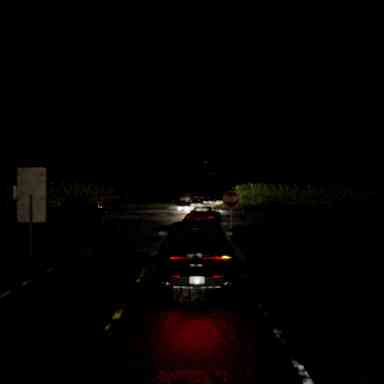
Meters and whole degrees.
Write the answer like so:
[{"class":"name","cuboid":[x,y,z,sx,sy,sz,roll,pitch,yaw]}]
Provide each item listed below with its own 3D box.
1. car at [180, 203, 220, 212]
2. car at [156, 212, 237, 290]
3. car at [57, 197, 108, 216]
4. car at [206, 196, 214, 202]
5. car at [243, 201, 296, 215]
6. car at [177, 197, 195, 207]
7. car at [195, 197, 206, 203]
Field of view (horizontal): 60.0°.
[{"class":"car","cuboid":[0.789,1.608,21.169,1.994,1.385,4.181,0,0,12]},{"class":"car","cuboid":[0.104,1.525,9.136,1.837,1.490,4.892,0,0,0]},{"class":"car","cuboid":[-10.518,1.352,32.315,4.553,1.767,2.097,0,0,3]},{"class":"car","cuboid":[4.324,1.789,84.034,1.994,1.385,4.181,0,0,15]},{"class":"car","cuboid":[8.048,1.684,34.747,5.357,1.411,2.033,0,0,5]},{"class":"car","cuboid":[-1.226,1.622,55.284,2.128,1.511,4.902,0,0,7]},{"class":"car","cuboid":[1.056,1.773,69.915,1.895,1.301,4.718,0,0,10]}]
